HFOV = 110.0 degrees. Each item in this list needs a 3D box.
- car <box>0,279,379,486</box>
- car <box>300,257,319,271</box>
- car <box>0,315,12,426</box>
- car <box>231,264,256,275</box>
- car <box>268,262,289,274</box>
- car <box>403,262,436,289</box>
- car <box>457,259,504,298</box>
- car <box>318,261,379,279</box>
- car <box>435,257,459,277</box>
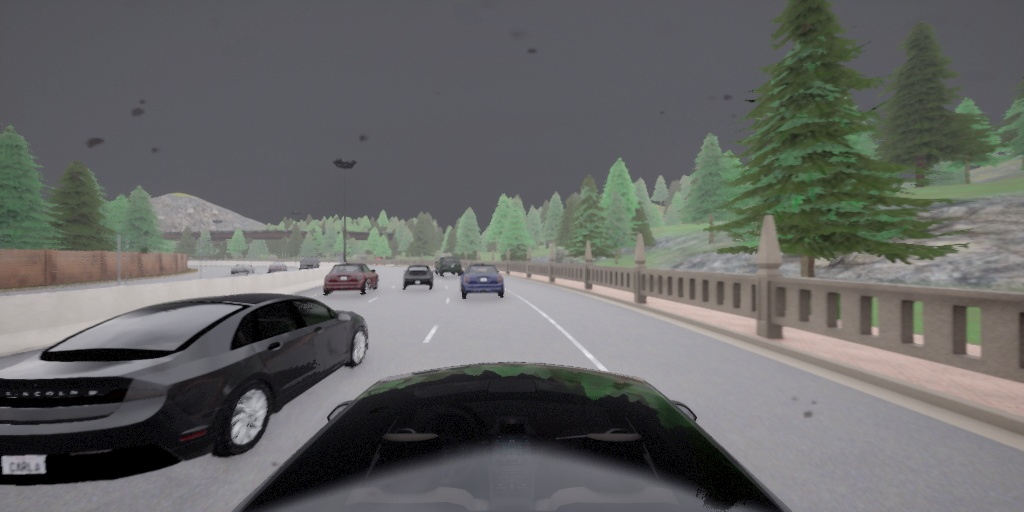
[{"bbox_3d":[-3.637,1.274,5.037,1.837,1.490,4.892,0,0,-2],"label":"car"},{"bbox_3d":[-25.934,1.182,46.227,2.150,2.045,5.566,0,0,-29],"label":"car"},{"bbox_3d":[-6.997,1.363,1.989,1.895,1.301,4.718,0,0,-1],"label":"car"},{"bbox_3d":[-31.976,1.558,42.718,1.895,1.301,4.718,0,0,-28],"label":"car"},{"bbox_3d":[-29.348,1.488,45.122,1.812,1.442,4.674,0,0,-29],"label":"car"},{"bbox_3d":[-6.241,1.349,24.067,1.837,1.490,4.892,0,0,-13],"label":"car"},{"bbox_3d":[-1.723,1.171,19.225,2.097,1.767,4.553,0,0,-10],"label":"car"},{"bbox_3d":[-9.073,1.188,20.589,2.097,1.767,4.553,0,0,-10],"label":"car"},{"bbox_3d":[-6.935,1.122,38.639,2.150,2.045,5.566,0,0,-20],"label":"car"}]
